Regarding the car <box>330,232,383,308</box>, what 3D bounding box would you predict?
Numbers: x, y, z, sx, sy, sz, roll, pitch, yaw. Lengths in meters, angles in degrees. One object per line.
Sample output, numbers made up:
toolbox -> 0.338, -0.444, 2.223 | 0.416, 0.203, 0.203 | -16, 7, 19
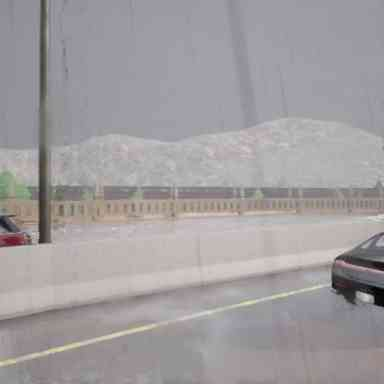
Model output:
car -> 4.854, 1.476, 6.573 | 4.902, 1.511, 2.128 | 0, 0, -31

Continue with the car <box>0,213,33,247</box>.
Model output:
car -> -6.283, 1.305, 7.918 | 4.553, 1.767, 2.097 | 0, 0, -35
